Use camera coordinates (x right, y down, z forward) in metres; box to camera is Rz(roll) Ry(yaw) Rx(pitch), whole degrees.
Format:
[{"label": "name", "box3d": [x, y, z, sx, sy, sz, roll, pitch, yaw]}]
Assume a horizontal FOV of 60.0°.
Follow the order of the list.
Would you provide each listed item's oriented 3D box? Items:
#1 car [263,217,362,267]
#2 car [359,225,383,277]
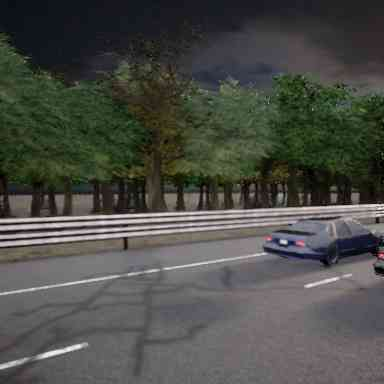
[{"label": "car", "box3d": [4.863, 1.581, 11.608, 5.357, 1.411, 2.033, 0, 0, -35]}, {"label": "car", "box3d": [6.890, 1.581, 8.754, 5.357, 1.411, 2.033, 0, 0, -35]}]
